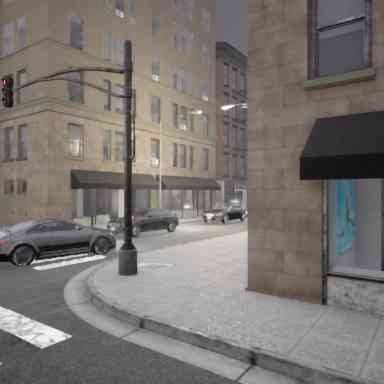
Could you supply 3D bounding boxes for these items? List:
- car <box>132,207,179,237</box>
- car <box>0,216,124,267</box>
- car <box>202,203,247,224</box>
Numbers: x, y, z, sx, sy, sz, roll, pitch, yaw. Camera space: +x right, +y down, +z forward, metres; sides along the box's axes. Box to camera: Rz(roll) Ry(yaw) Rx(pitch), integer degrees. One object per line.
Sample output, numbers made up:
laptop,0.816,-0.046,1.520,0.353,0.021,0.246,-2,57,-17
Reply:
car,-2.626,1.620,18.841,1.812,1.442,4.674,0,0,37
car,-4.833,1.615,11.785,1.994,1.385,4.181,0,0,44
car,2.681,1.640,26.311,2.128,1.511,4.902,0,0,35
